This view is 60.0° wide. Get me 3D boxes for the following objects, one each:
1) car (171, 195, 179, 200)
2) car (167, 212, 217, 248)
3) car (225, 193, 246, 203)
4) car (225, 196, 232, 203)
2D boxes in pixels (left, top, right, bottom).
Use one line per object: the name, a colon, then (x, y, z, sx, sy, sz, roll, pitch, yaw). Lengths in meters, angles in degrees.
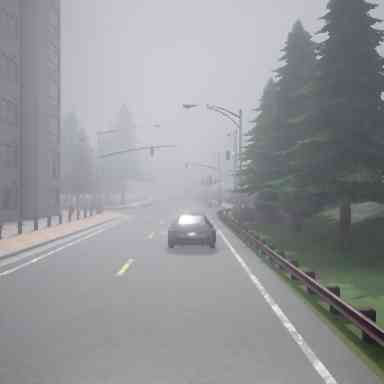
car: (-4.486, 1.517, 87.420, 1.994, 1.385, 4.181, 0, 0, -4)
car: (0.000, 1.571, 14.650, 1.994, 1.385, 4.181, 0, 0, 0)
car: (8.432, 1.145, 64.914, 3.866, 1.878, 1.905, 0, 0, -1)
car: (8.847, 1.143, 62.404, 4.605, 1.855, 1.932, 0, 0, -1)
